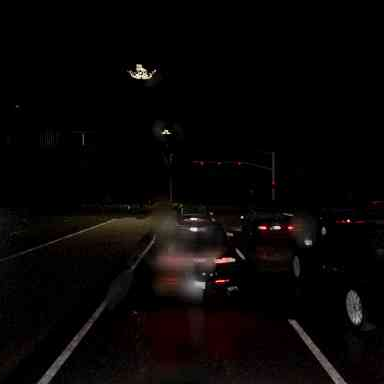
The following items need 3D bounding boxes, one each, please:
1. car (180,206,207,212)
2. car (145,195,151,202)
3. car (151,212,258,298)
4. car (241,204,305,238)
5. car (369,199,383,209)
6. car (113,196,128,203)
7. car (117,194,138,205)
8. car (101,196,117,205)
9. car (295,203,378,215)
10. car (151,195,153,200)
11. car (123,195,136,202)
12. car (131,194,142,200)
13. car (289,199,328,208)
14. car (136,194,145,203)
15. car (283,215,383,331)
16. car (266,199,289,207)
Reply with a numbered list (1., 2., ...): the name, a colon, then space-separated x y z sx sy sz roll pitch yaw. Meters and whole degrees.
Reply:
1. car: 0.084 1.505 17.916 1.837 1.490 4.892 0 0 0
2. car: -11.580 1.524 79.316 1.812 1.442 4.674 0 0 0
3. car: 0.091 1.491 8.495 2.128 1.511 4.902 0 0 0
4. car: 3.586 1.547 16.510 2.033 1.411 5.357 0 0 0
5. car: 25.879 1.477 43.693 5.008 1.535 1.882 0 0 1
6. car: -15.071 1.540 70.484 2.033 1.411 5.357 0 0 0
7. car: -11.656 1.564 60.224 1.994 1.385 4.181 0 0 1
8. car: -15.116 1.477 60.706 1.882 1.535 5.008 0 0 0
9. car: 7.084 1.505 16.975 1.837 1.490 4.892 0 0 0
10. car: -11.581 1.524 89.723 2.128 1.511 4.902 0 0 0
11. car: -15.081 1.525 80.587 2.128 1.511 4.902 0 0 0
12. car: -15.072 1.348 90.753 2.097 1.767 4.553 0 0 0
13. car: 12.324 1.564 33.225 4.181 1.385 1.994 0 0 -1
14. car: -11.569 1.500 69.046 1.837 1.490 4.892 0 0 0
15. car: 3.593 1.478 6.890 1.882 1.535 5.008 0 0 0
16. car: 12.089 1.601 44.153 4.718 1.301 1.895 0 0 5
